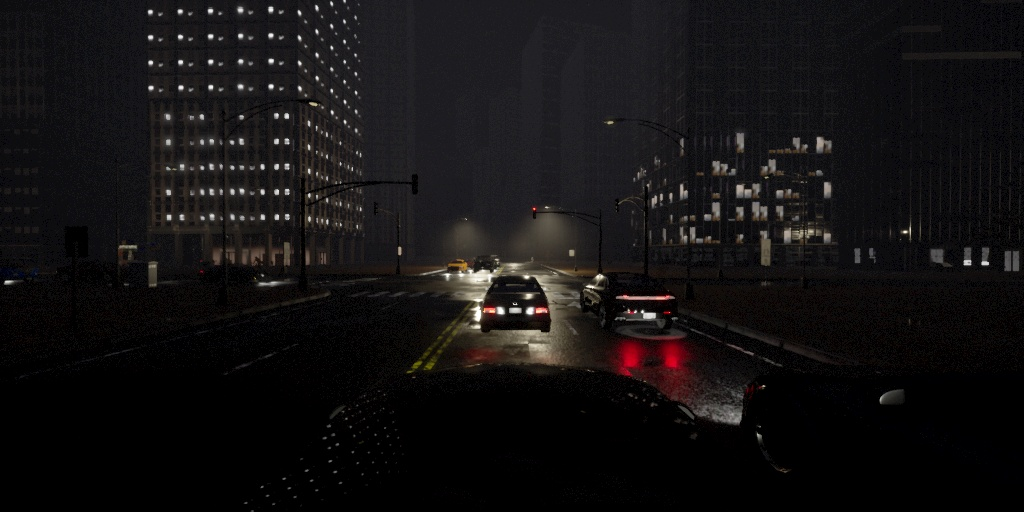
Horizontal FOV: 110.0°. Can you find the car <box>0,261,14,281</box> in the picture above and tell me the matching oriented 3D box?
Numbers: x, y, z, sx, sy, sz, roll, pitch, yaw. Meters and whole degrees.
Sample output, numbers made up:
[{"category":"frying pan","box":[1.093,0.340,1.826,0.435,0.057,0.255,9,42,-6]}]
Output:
[{"category":"car","box":[-40.295,1.093,26.451,4.674,1.442,1.812,0,0,2]}]

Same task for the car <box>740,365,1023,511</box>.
[{"category":"car","box":[3.354,1.314,1.988,1.994,1.385,4.181,0,0,0]}]

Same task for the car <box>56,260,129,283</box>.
[{"category":"car","box":[-30.053,1.093,26.166,5.008,1.535,1.882,0,0,2]}]

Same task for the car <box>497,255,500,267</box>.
[{"category":"car","box":[-3.289,1.048,52.896,2.097,1.767,4.553,0,0,0]}]

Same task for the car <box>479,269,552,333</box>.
[{"category":"car","box":[0.109,1.294,10.732,2.033,1.411,5.357,0,0,1]}]

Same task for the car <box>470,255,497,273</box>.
[{"category":"car","box":[-3.302,0.937,42.942,2.150,2.045,5.566,0,0,0]}]

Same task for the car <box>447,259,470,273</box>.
[{"category":"car","box":[-6.550,1.193,43.265,1.882,1.535,5.008,0,0,0]}]

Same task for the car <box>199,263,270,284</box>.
[{"category":"car","box":[-19.961,1.227,25.903,4.181,1.385,1.994,0,0,1]}]

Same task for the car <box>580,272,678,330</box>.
[{"category":"car","box":[3.356,1.238,11.145,2.128,1.511,4.902,0,0,0]}]

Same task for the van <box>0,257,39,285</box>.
[{"category":"van","box":[-33.910,0.960,23.682,3.998,1.789,1.690,0,0,1]}]

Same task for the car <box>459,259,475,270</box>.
[{"category":"car","box":[-6.538,1.223,52.677,1.812,1.442,4.674,0,0,0]}]

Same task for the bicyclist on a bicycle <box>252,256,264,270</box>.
[{"category":"bicyclist on a bicycle","box":[-24.667,0.868,34.762,0.582,1.620,1.656,0,1,1]}]
